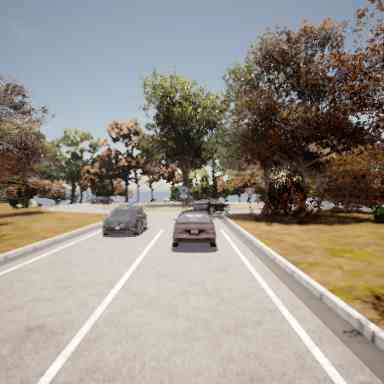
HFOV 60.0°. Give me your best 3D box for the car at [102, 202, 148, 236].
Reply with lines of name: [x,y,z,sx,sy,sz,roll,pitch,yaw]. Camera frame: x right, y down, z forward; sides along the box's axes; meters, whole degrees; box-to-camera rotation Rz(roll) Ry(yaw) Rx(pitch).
car: [-3.586,1.509,18.432,1.837,1.490,4.892,0,0,0]

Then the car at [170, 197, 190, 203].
car: [-2.000,1.512,67.397,4.902,1.511,2.128,0,0,0]

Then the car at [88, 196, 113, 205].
car: [-15.957,1.515,58.152,1.837,1.490,4.892,-1,0,27]

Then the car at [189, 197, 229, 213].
car: [2.107,1.498,34.637,2.128,1.511,4.902,-1,-1,34]

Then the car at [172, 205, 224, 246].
car: [0.095,1.551,15.169,2.033,1.411,5.357,0,0,0]
